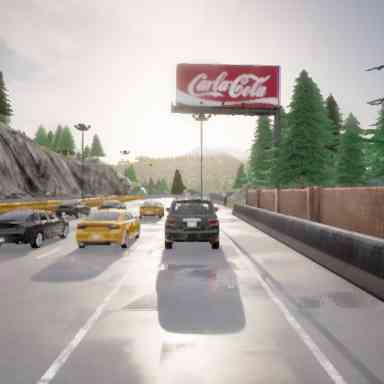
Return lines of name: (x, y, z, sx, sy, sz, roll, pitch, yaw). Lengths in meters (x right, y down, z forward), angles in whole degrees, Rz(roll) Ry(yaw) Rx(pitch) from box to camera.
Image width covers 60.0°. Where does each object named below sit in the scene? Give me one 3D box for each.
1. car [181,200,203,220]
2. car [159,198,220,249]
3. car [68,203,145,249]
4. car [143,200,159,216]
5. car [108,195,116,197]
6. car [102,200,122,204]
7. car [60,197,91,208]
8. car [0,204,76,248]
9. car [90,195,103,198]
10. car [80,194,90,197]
car: (-0.014, 1.515, 29.670, 1.837, 1.490, 4.892, 0, 0, 0)
car: (0.000, 1.257, 14.680, 2.150, 2.045, 5.566, 0, 0, 0)
car: (-3.500, 1.484, 14.650, 1.882, 1.535, 5.008, 0, 0, 0)
car: (-3.514, 1.484, 29.665, 1.882, 1.535, 5.008, 0, 0, 0)
car: (-21.385, 1.477, 88.568, 1.812, 1.442, 4.674, 0, 0, -1)
car: (-7.014, 1.515, 29.661, 1.837, 1.490, 4.892, 0, 0, 0)
car: (-10.514, 1.515, 29.657, 1.837, 1.490, 4.892, 0, 0, 0)
car: (-7.000, 1.515, 14.650, 1.837, 1.490, 4.892, 0, 0, 0)
car: (-24.892, 1.519, 88.655, 1.812, 1.442, 4.674, 0, 0, -1)
car: (-28.392, 1.343, 88.766, 2.097, 1.767, 4.553, 0, 0, -1)
